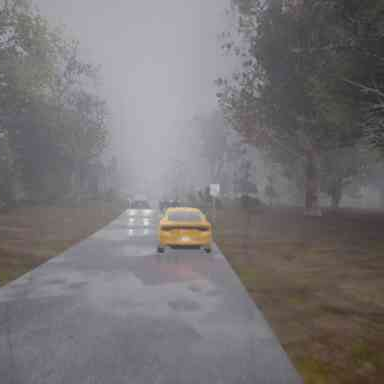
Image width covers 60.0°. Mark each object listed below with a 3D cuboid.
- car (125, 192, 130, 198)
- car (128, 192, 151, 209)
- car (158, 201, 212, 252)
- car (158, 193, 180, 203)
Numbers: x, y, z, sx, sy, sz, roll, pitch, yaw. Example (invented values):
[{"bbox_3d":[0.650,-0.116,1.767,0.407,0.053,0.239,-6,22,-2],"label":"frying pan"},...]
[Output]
[{"bbox_3d":[-13.995,0.713,74.482,2.033,1.411,5.357,2,-1,-16],"label":"car"},{"bbox_3d":[-5.413,0.986,34.966,1.812,1.442,4.674,2,1,-8],"label":"car"},{"bbox_3d":[-0.352,1.361,13.403,1.882,1.535,5.008,1,1,-3],"label":"car"},{"bbox_3d":[-2.307,0.907,33.916,2.097,1.767,4.553,1,1,-8],"label":"car"}]
